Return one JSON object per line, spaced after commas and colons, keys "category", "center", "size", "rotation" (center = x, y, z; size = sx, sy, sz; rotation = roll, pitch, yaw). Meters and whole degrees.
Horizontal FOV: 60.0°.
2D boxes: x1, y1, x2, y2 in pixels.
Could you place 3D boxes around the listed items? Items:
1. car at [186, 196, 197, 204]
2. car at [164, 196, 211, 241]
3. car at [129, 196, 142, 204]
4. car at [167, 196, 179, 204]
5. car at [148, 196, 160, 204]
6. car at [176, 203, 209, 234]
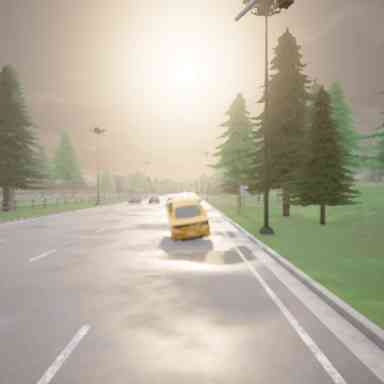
{"category": "car", "center": [-0.013, 1.456, 62.046], "size": [1.994, 1.385, 4.181], "rotation": [0, 0, 0]}
{"category": "car", "center": [-0.331, 1.047, 17.059], "size": [1.882, 1.535, 5.008], "rotation": [-8, 16, -5]}
{"category": "car", "center": [-10.513, 1.439, 62.043], "size": [2.033, 1.411, 5.357], "rotation": [0, 0, 0]}
{"category": "car", "center": [-3.513, 1.456, 62.045], "size": [1.994, 1.385, 4.181], "rotation": [0, 0, 0]}
{"category": "car", "center": [-7.013, 1.439, 62.044], "size": [2.033, 1.411, 5.357], "rotation": [0, 0, 0]}
{"category": "car", "center": [0.035, 1.526, 20.600], "size": [1.812, 1.442, 4.674], "rotation": [0, 2, 0]}
